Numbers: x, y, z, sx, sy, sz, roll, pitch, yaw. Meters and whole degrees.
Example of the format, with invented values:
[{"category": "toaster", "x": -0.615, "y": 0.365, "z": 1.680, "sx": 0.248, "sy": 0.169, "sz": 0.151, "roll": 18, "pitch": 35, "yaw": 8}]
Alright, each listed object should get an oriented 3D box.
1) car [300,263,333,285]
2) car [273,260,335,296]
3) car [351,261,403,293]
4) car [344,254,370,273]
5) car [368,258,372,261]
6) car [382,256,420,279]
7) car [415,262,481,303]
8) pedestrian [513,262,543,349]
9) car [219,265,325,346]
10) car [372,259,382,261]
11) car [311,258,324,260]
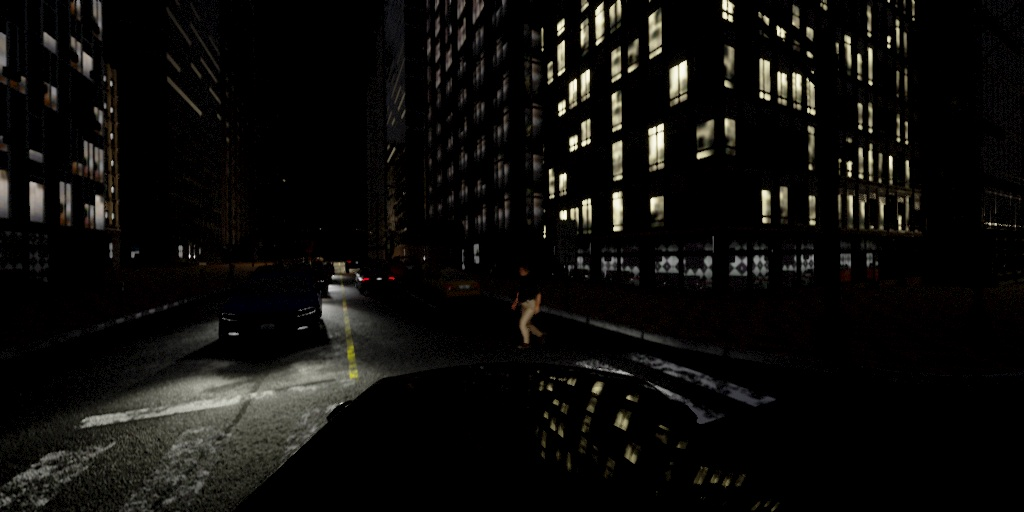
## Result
[{"category": "car", "x": -14.412, "y": 1.258, "z": 26.614, "sx": 1.895, "sy": 1.301, "sz": 4.718, "roll": -1, "pitch": 0, "yaw": -26}, {"category": "car", "x": -10.350, "y": 1.173, "z": 18.206, "sx": 2.128, "sy": 1.511, "sz": 4.902, "roll": -1, "pitch": 0, "yaw": -26}, {"category": "car", "x": -7.732, "y": 1.191, "z": 20.170, "sx": 2.033, "sy": 1.411, "sz": 5.357, "roll": -1, "pitch": 0, "yaw": -26}, {"category": "car", "x": -18.051, "y": 0.802, "z": 41.431, "sx": 2.150, "sy": 2.045, "sz": 5.566, "roll": -1, "pitch": 1, "yaw": -26}, {"category": "car", "x": -15.394, "y": 1.133, "z": 41.918, "sx": 1.802, "sy": 1.307, "sz": 4.207, "roll": 0, "pitch": 0, "yaw": -26}, {"category": "car", "x": -8.016, "y": 0.913, "z": 26.688, "sx": 2.192, "sy": 1.841, "sz": 5.009, "roll": 0, "pitch": 0, "yaw": -26}, {"category": "car", "x": -2.840, "y": 1.155, "z": 15.918, "sx": 1.751, "sy": 1.417, "sz": 4.829, "roll": 0, "pitch": 0, "yaw": -26}, {"category": "pedestrian", "x": 0.329, "y": 0.956, "z": 7.371, "sx": 0.375, "sy": 1.860, "sz": 0.375, "roll": 0, "pitch": 0, "yaw": -26}, {"category": "car", "x": -6.208, "y": 1.184, "z": 9.661, "sx": 1.882, "sy": 1.535, "sz": 5.008, "roll": -1, "pitch": 0, "yaw": -27}, {"category": "car", "x": -12.934, "y": 1.112, "z": 36.842, "sx": 1.888, "sy": 1.381, "sz": 4.507, "roll": 0, "pitch": 0, "yaw": -26}, {"category": "car", "x": -18.752, "y": 1.193, "z": 35.652, "sx": 1.994, "sy": 1.385, "sz": 4.181, "roll": -1, "pitch": 0, "yaw": -25}]
